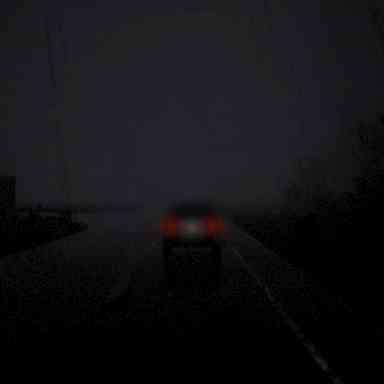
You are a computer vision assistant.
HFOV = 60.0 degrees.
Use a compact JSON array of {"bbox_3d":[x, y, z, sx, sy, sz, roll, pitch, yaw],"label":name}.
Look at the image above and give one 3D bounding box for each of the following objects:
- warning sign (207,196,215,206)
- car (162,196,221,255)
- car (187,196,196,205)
[{"bbox_3d":[3.533,1.686,61.815,1.300,1.860,1.060,1,0,0],"label":"warning sign"},{"bbox_3d":[-0.005,1.348,14.026,2.150,2.045,5.566,0,0,0],"label":"car"},{"bbox_3d":[-0.034,1.956,80.440,2.150,2.045,5.566,0,-1,0],"label":"car"}]
